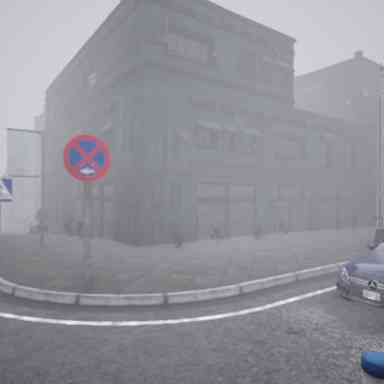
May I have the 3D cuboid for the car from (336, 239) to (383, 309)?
[{"bbox_3d":[5.109,1.584,7.288,4.674,1.442,1.812,0,0,-35],"label":"car"}]
